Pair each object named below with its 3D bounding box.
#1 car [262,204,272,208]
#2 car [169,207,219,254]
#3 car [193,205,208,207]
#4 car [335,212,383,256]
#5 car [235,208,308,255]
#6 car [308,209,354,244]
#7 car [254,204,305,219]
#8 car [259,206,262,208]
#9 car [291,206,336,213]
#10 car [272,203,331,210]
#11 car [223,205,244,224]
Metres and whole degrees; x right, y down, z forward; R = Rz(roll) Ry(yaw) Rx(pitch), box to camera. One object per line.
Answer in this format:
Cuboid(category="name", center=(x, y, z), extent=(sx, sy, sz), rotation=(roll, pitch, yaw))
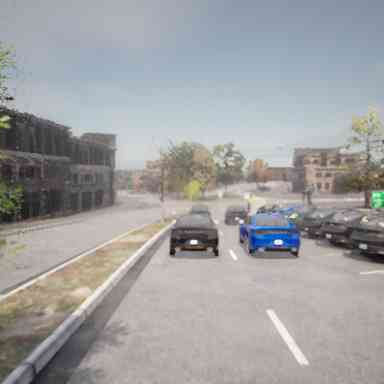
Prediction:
Cuboid(category="car", center=(8.658, 1.861, 26.850), extent=(5.008, 1.535, 2.097), rotation=(1, -1, -16))
Cuboid(category="car", center=(0.142, 1.649, 14.292), extent=(1.882, 1.535, 5.008), rotation=(0, -1, 2))
Cuboid(category="car", center=(0.749, 1.885, 28.632), extent=(1.837, 1.490, 4.892), rotation=(0, 0, 4))
Cuboid(category="car", center=(8.105, 1.631, 12.091), extent=(4.892, 1.521, 2.231), rotation=(1, -1, -19))
Cuboid(category="car", center=(3.143, 1.653, 14.249), extent=(1.882, 1.535, 5.008), rotation=(0, -1, 2))
Cuboid(category="car", center=(8.162, 1.674, 15.049), extent=(4.892, 1.521, 2.231), rotation=(1, -1, -18))
Cuboid(category="car", center=(9.353, 2.047, 35.695), extent=(4.792, 1.488, 2.163), rotation=(1, -1, -15))
Cuboid(category="car", center=(8.858, 1.952, 29.792), extent=(4.674, 1.452, 2.002), rotation=(1, -1, -15))
Cuboid(category="car", center=(8.244, 1.719, 18.004), extent=(4.892, 1.521, 2.231), rotation=(1, -1, -18))
Cuboid(category="car", center=(8.532, 1.688, 23.911), extent=(4.553, 1.767, 2.185), rotation=(1, -1, -17))
Cuboid(category="car", center=(3.744, 1.896, 28.464), extent=(1.837, 1.490, 4.892), rotation=(0, 0, 4))
